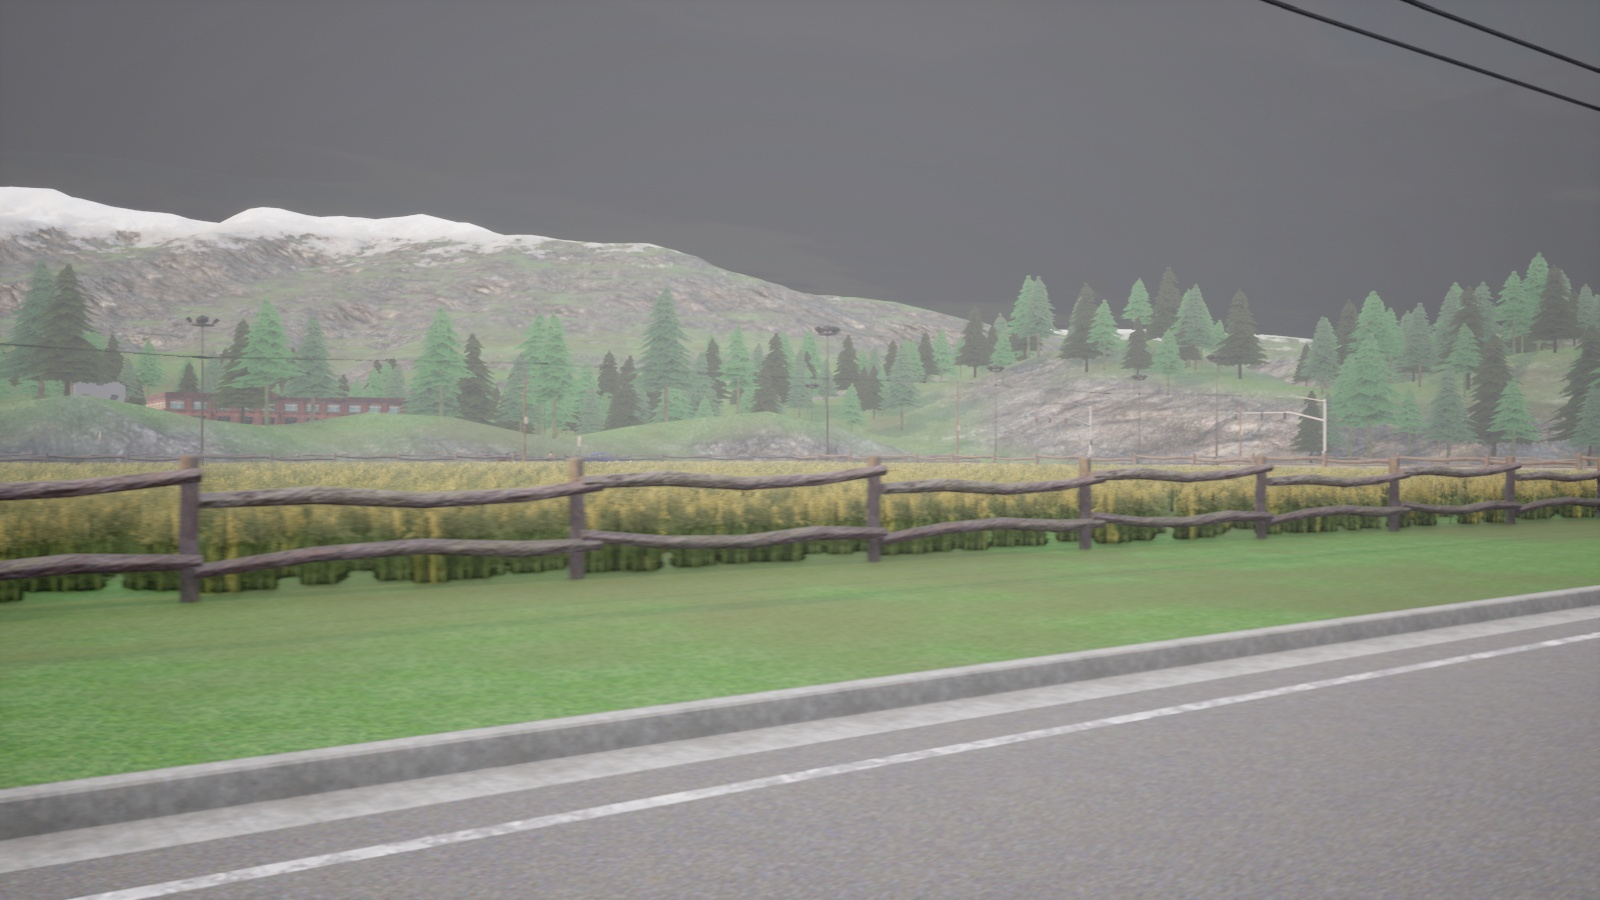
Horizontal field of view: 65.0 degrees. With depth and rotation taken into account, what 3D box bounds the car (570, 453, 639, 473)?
[{"bbox_3d":[-15.255,0.995,97.982,5.008,1.535,1.882,0,0,-35],"label":"car"}]
